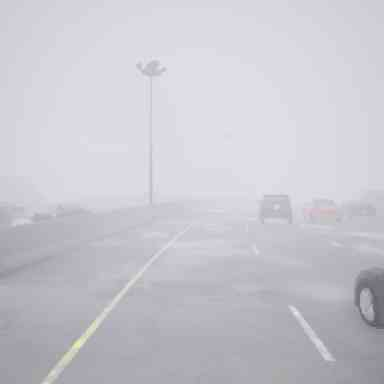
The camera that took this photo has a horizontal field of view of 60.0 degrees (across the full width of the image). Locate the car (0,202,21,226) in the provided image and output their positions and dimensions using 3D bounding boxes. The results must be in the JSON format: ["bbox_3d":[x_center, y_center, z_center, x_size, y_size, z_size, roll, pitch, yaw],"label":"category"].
[{"bbox_3d":[-12.597,1.402,19.649,1.812,1.442,4.674,0,0,8],"label":"car"}]

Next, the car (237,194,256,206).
[{"bbox_3d":[8.339,1.150,50.317,2.097,1.767,4.553,0,0,21],"label":"car"}]

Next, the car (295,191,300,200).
[{"bbox_3d":[23.229,0.812,76.787,2.150,2.045,5.566,0,0,35],"label":"car"}]

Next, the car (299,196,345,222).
[{"bbox_3d":[9.879,1.265,25.641,2.097,1.767,4.553,0,0,11],"label":"car"}]

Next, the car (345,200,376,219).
[{"bbox_3d":[14.054,1.390,28.411,1.882,1.535,5.008,0,0,13],"label":"car"}]

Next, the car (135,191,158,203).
[{"bbox_3d":[-8.390,0.923,61.666,2.150,2.045,5.566,0,0,23],"label":"car"}]

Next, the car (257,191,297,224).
[{"bbox_3d":[6.023,1.130,24.319,2.150,2.045,5.566,0,0,10],"label":"car"}]

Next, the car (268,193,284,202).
[{"bbox_3d":[16.615,1.092,65.755,2.097,1.767,4.553,0,0,29],"label":"car"}]

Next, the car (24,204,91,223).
[{"bbox_3d":[-8.711,1.476,22.332,1.895,1.301,4.718,0,0,9],"label":"car"}]

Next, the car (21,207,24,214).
[{"bbox_3d":[-15.225,1.443,25.754,1.895,1.301,4.718,0,0,10],"label":"car"}]

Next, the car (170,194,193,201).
[{"bbox_3d":[-1.476,1.080,59.995,2.097,1.767,4.553,0,0,24],"label":"car"}]

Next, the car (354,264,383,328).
[{"bbox_3d":[3.770,1.497,4.035,1.837,1.490,4.892,0,0,2],"label":"car"}]

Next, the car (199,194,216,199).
[{"bbox_3d":[2.857,1.087,61.199,2.097,1.767,4.553,0,0,24],"label":"car"}]

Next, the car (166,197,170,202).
[{"bbox_3d":[-3.283,1.304,64.685,1.895,1.301,4.718,0,0,24],"label":"car"}]
